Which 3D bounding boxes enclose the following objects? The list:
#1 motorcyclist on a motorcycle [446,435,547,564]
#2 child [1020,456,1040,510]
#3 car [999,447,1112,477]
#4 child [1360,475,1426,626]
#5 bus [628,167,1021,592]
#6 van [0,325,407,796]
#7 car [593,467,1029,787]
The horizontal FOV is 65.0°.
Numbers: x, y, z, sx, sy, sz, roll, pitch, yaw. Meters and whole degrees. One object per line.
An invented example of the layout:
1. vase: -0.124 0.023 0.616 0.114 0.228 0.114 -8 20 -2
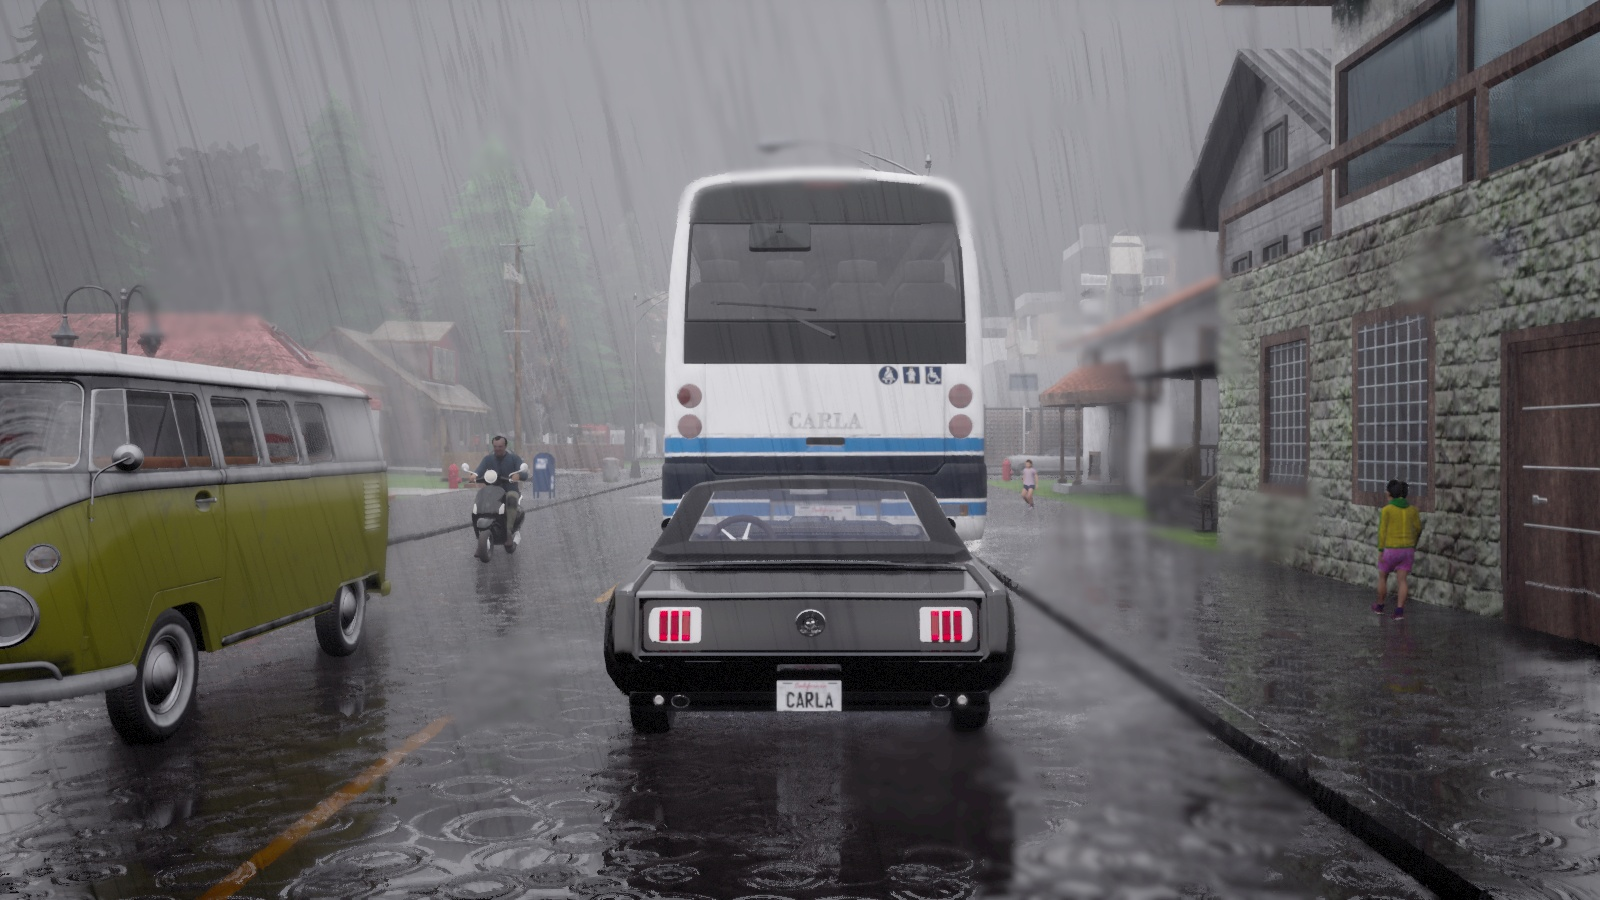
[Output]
1. motorcyclist on a motorcycle: -3.907 0.605 16.322 0.866 1.590 1.817 0 0 0
2. child: 4.817 0.692 26.269 0.255 1.110 0.394 0 0 40
3. car: 11.408 0.538 56.288 4.718 1.301 1.895 0 0 0
4. child: 4.697 0.784 9.957 0.299 1.160 0.473 0 0 1
5. bus: 0.139 -0.730 17.748 3.944 4.253 10.273 0 0 -1
6. van: -3.948 0.454 7.526 1.775 1.987 4.442 0 0 0
7. car: 0.053 0.803 7.818 1.895 1.301 4.718 0 0 0
